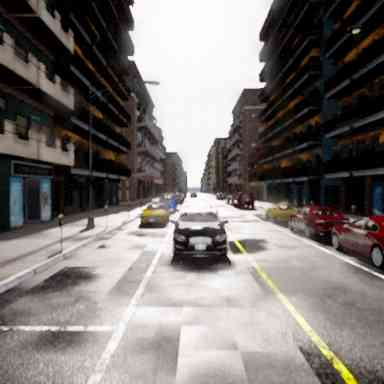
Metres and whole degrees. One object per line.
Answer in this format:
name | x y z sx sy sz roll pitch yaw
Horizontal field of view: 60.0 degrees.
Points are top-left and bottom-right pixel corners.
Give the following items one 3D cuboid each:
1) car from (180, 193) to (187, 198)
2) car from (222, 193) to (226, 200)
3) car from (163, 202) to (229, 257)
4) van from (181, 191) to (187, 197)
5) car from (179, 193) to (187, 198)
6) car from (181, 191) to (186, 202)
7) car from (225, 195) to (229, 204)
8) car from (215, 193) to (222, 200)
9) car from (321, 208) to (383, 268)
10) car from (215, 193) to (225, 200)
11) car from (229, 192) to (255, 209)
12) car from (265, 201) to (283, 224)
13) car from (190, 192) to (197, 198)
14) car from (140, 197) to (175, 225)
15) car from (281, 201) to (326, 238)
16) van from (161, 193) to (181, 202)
car | -2.315 0.844 89.941 1.802 1.307 4.206 0 0 0
car | 6.057 1.091 50.283 2.008 1.369 4.403 0 0 0
car | 0.260 1.363 12.508 2.128 1.511 4.902 0 1 0
van | -2.315 0.570 95.602 1.690 1.788 3.998 0 0 0
car | -2.316 0.878 84.280 1.802 1.307 4.206 0 0 0
car | -2.324 0.979 50.308 1.967 1.590 4.097 0 0 0
car | 6.055 1.137 44.621 2.008 1.369 4.403 0 0 0
car | 6.060 0.851 67.267 1.967 1.590 4.097 0 0 0
car | 6.047 1.437 10.653 1.887 1.381 4.507 0 1 0
car | 6.062 0.938 72.927 1.947 1.339 4.313 0 0 0
car | 6.053 0.948 38.957 2.192 1.841 5.009 0 0 0
car | 6.049 1.305 22.146 1.752 1.417 4.829 0 0 0
car | 0.378 0.824 84.081 1.812 1.442 4.674 0 0 0
car | -2.331 1.306 21.831 1.752 1.417 4.829 0 1 0
car | 6.048 1.380 16.318 1.887 1.381 4.507 0 1 0
van | -2.329 1.019 33.322 1.690 1.788 3.998 0 0 0
